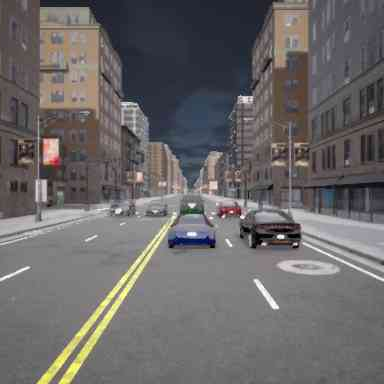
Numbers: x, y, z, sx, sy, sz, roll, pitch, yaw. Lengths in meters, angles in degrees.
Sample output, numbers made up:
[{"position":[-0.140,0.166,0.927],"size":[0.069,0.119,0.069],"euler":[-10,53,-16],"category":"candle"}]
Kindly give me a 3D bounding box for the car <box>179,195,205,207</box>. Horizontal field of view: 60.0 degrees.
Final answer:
[{"position":[0.000,1.256,29.679],"size":[2.150,2.045,5.566],"euler":[0,0,0],"category":"car"}]

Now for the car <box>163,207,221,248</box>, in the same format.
[{"position":[0.000,1.572,14.649],"size":[1.994,1.385,4.181],"euler":[0,0,0],"category":"car"}]

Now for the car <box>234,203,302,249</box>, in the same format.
[{"position":[3.250,1.485,14.650],"size":[1.882,1.535,5.008],"euler":[0,0,0],"category":"car"}]

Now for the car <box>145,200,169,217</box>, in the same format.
[{"position":[-3.250,1.558,31.650],"size":[1.837,1.490,4.892],"euler":[0,0,0],"category":"car"}]

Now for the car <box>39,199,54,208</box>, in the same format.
[{"position":[-22.124,1.575,47.762],"size":[4.313,1.339,1.947],"euler":[0,0,0],"category":"car"}]

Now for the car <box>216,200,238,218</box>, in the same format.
[{"position":[3.250,1.483,29.649],"size":[1.882,1.535,5.008],"euler":[0,0,0],"category":"car"}]

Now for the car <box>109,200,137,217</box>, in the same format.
[{"position":[-6.500,1.519,31.650],"size":[2.128,1.511,4.902],"euler":[0,0,0],"category":"car"}]
